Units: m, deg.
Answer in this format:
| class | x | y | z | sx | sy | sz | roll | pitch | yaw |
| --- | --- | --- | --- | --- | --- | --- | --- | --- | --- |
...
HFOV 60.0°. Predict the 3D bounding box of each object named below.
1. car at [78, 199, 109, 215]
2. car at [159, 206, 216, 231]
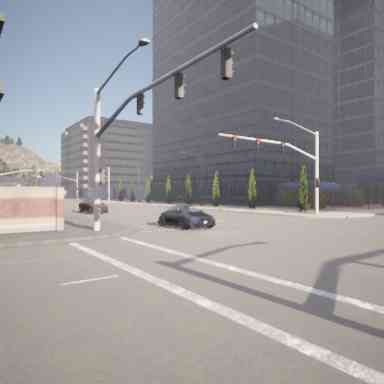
| class | x | y | z | sx | sy | sz | roll | pitch | yaw |
| --- | --- | --- | --- | --- | --- | --- | --- | --- | --- |
| car | -10.318 | 1.481 | 34.694 | 1.882 | 1.535 | 5.008 | 0 | 0 | -36 |
| car | -0.385 | 1.568 | 20.857 | 1.994 | 1.385 | 4.181 | 0 | 0 | -36 |
